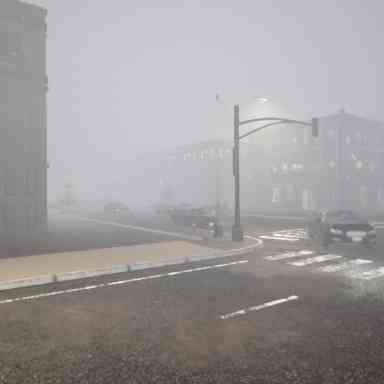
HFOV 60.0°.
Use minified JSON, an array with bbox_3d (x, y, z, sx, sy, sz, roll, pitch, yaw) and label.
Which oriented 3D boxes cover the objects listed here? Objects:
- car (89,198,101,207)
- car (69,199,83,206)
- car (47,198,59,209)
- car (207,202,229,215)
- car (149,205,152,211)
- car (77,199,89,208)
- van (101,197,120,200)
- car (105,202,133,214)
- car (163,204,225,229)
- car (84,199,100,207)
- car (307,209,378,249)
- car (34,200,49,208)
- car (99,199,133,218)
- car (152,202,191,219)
[{"bbox_3d":[-17.096,1.940,62.888,2.192,1.841,5.009,-1,0,-35],"label":"car"},{"bbox_3d":[-26.701,2.364,76.431,1.947,1.339,4.313,-1,0,-35],"label":"car"},{"bbox_3d":[-23.825,2.233,57.898,1.752,1.417,4.829,-1,0,-35],"label":"car"},{"bbox_3d":[2.130,1.809,35.805,2.008,1.369,4.403,-2,0,-35],"label":"car"},{"bbox_3d":[-4.276,1.966,44.833,1.802,1.307,4.206,-2,0,-35],"label":"car"},{"bbox_3d":[-20.193,2.194,62.816,1.812,1.442,4.674,-1,0,-35],"label":"car"},{"bbox_3d":[-13.892,1.907,58.374,1.690,1.788,3.998,-1,0,-35],"label":"van"},{"bbox_3d":[-9.244,1.972,41.863,1.812,1.442,4.674,-1,0,-35],"label":"car"},{"bbox_3d":[0.026,1.814,24.081,1.947,1.339,4.313,-1,0,-35],"label":"car"},{"bbox_3d":[-20.294,2.227,67.402,1.887,1.381,4.507,-1,0,-35],"label":"car"},{"bbox_3d":[6.402,1.505,14.630,2.128,1.511,4.902,0,-1,8],"label":"car"},{"bbox_3d":[-30.331,2.376,67.066,2.008,1.369,4.403,-1,0,-35],"label":"car"},{"bbox_3d":[-7.909,1.846,35.467,1.967,1.590,4.097,-1,0,-35],"label":"car"},{"bbox_3d":[-1.478,1.896,30.900,1.895,1.301,4.718,-1,0,-35],"label":"car"}]
